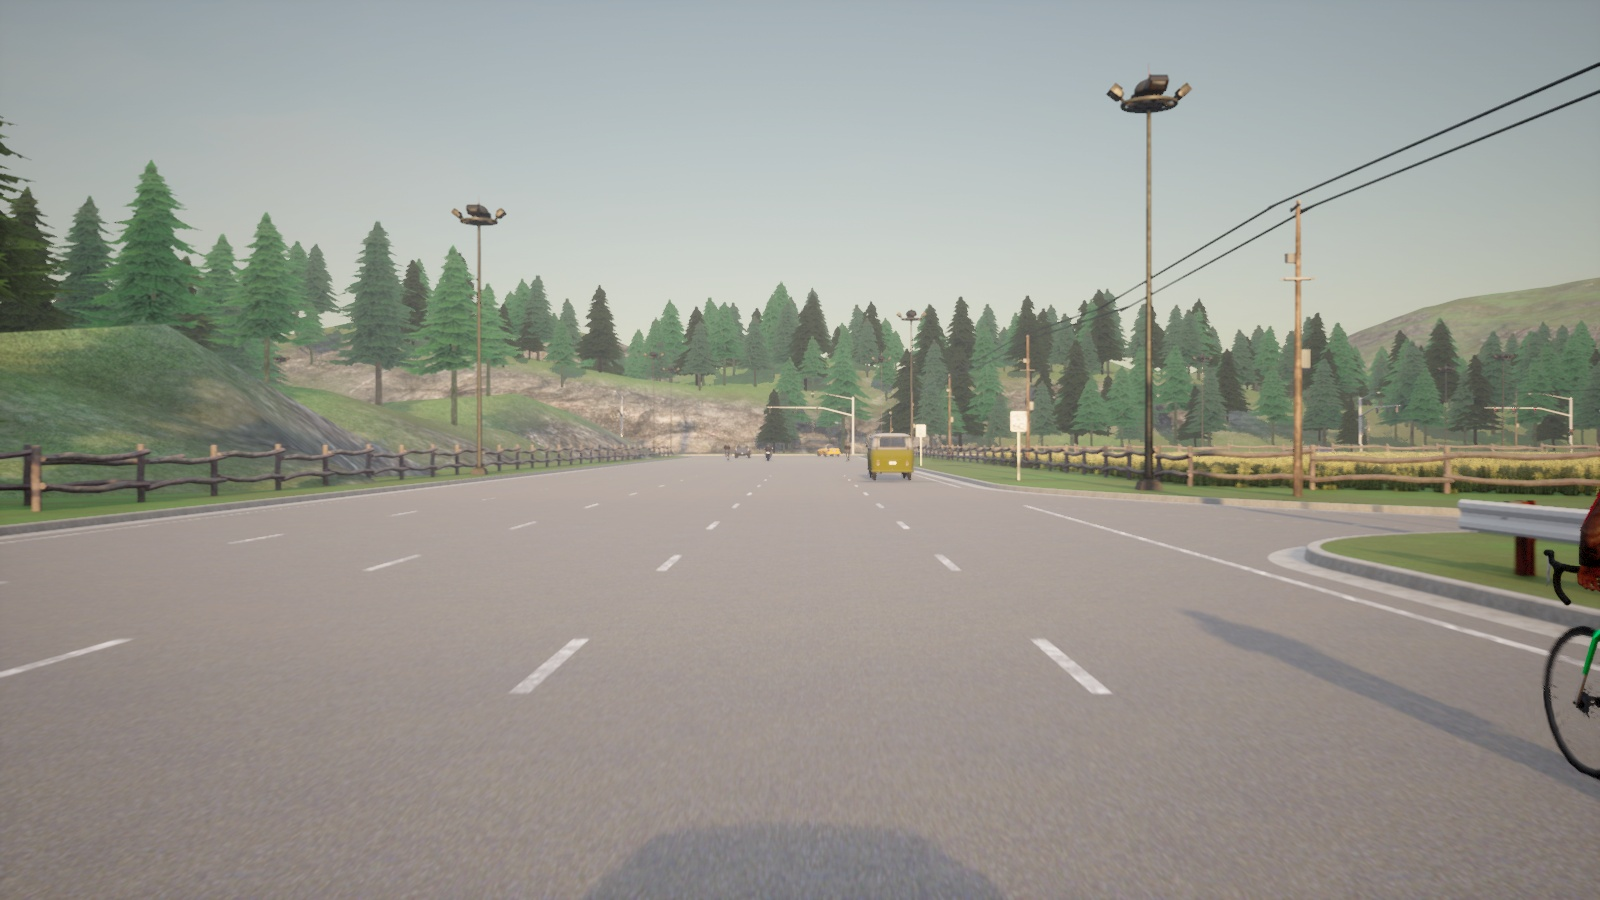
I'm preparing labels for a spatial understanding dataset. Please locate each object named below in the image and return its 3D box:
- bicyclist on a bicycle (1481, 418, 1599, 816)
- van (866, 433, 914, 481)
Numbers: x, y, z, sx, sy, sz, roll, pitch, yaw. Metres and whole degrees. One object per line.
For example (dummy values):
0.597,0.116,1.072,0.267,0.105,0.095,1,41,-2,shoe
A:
3.545,0.680,5.175,0.582,1.620,1.656,0,0,0,bicyclist on a bicycle
3.821,0.273,53.786,1.775,1.987,4.442,0,0,0,van
